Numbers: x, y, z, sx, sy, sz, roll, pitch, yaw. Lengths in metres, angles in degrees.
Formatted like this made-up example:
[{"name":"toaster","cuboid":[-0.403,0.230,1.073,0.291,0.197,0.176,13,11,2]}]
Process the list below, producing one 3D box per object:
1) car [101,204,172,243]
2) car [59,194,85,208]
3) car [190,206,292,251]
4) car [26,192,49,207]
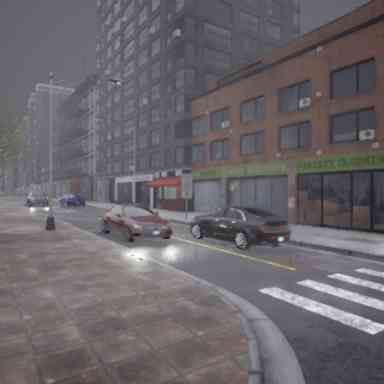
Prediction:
[{"name":"car","cuboid":[-2.632,1.273,14.797,1.812,1.442,4.674,0,1,-33]},{"name":"car","cuboid":[-13.154,0.918,36.424,1.882,1.535,5.008,0,0,-33]},{"name":"car","cuboid":[1.744,1.322,13.472,1.837,1.490,4.892,0,1,-33]},{"name":"car","cuboid":[-17.391,0.748,37.632,2.097,1.767,4.553,0,0,-32]}]
